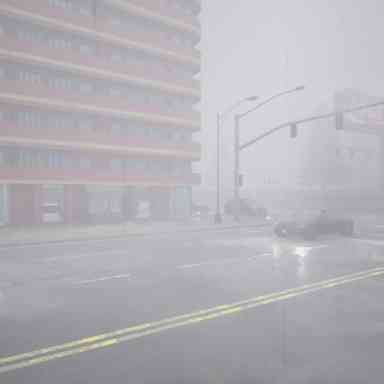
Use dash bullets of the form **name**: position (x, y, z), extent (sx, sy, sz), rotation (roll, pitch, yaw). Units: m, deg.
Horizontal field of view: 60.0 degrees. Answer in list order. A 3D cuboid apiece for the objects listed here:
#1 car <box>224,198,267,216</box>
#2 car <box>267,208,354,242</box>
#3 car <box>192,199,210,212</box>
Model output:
- **car**: position (5.203, 1.352, 32.370), extent (2.097, 1.767, 4.553), rotation (0, 0, -34)
- **car**: position (6.148, 1.526, 16.456), extent (4.674, 1.442, 1.812), rotation (0, 0, -34)
- **car**: position (0.223, 1.526, 39.793), extent (1.812, 1.442, 4.674), rotation (0, 0, -34)
